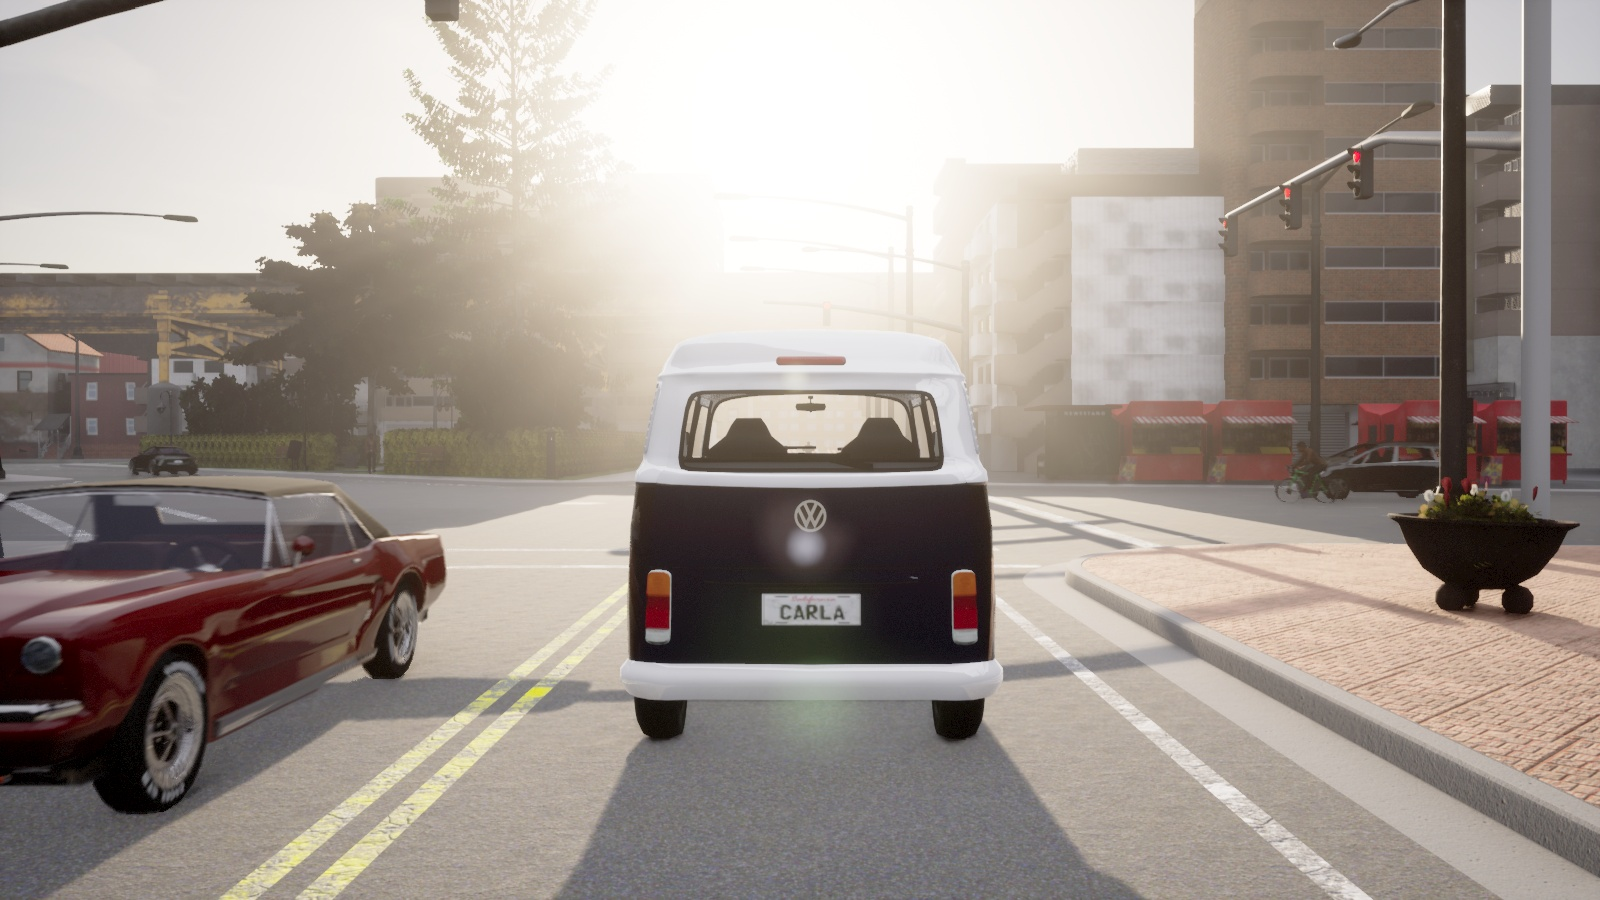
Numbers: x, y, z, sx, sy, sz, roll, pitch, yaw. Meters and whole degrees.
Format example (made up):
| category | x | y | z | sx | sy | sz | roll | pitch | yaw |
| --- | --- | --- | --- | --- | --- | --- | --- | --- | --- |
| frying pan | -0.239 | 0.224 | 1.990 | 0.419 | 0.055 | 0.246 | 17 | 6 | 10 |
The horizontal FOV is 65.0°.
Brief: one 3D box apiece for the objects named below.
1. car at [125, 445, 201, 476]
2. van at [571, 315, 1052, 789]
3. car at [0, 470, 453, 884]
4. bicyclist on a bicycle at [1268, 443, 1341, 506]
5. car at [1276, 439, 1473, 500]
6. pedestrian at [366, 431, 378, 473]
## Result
| category | x | y | z | sx | sy | sz | roll | pitch | yaw |
| --- | --- | --- | --- | --- | --- | --- | --- | --- | --- |
| car | -29.920 | 0.450 | 58.945 | 1.994 | 1.385 | 4.181 | 0 | 0 | -45 |
| van | 0.066 | 0.426 | 7.651 | 2.069 | 2.038 | 4.480 | 0 | 0 | 0 |
| car | -3.441 | 0.806 | 6.614 | 1.895 | 1.301 | 4.718 | 0 | 0 | 0 |
| bicyclist on a bicycle | 13.086 | 0.631 | 32.584 | 1.656 | 1.620 | 0.582 | 0 | 0 | 0 |
| car | 16.414 | 0.538 | 36.085 | 4.611 | 1.667 | 2.242 | 1 | 0 | 0 |
| pedestrian | -18.546 | 0.086 | 54.392 | 0.328 | 1.805 | 0.869 | 0 | 0 | -29 |
